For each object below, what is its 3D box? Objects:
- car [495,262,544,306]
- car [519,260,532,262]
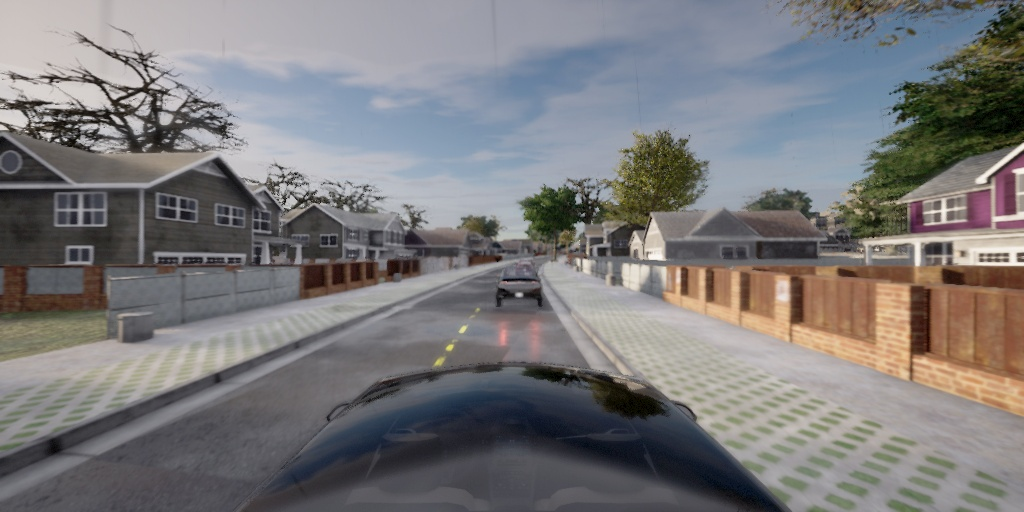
[{"bbox_3d":[0.332,1.179,15.360,2.128,1.511,4.902,0,0,2],"label":"car"},{"bbox_3d":[1.356,1.096,36.010,1.812,1.442,4.674,0,0,4],"label":"car"}]
